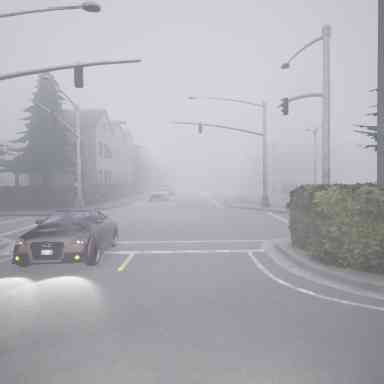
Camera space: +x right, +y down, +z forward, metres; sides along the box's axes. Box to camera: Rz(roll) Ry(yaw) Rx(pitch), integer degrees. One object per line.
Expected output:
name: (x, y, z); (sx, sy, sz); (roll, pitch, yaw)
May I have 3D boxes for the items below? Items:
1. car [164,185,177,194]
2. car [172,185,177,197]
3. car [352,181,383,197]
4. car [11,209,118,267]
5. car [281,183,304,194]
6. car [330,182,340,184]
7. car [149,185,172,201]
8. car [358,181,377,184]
car: (-3.692, -0.474, 58.125); (1.837, 1.490, 4.892); (-1, 2, 0)
car: (-3.712, -0.277, 47.741); (2.097, 1.767, 4.553); (-1, 2, 0)
car: (22.280, -0.452, 42.036); (1.932, 1.855, 4.605); (-1, 2, 0)
car: (-3.523, 1.224, 9.947); (1.994, 1.385, 4.181); (-1, 1, -1)
car: (15.293, -0.506, 52.018); (2.007, 1.523, 4.514); (-1, 2, 0)
car: (25.336, -1.018, 59.426); (2.152, 1.636, 5.027); (-1, 2, 0)
car: (-3.699, 0.186, 37.723); (1.882, 1.535, 5.008); (-1, 2, 0)
car: (19.030, -0.169, 34.158); (1.905, 1.878, 3.866); (-1, 2, 0)
